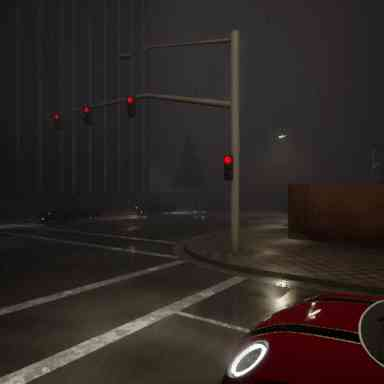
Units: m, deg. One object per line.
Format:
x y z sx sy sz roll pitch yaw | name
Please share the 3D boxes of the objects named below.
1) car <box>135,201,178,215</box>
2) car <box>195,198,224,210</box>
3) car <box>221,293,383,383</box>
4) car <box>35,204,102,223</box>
-3.560 1.600 33.624 1.895 1.301 4.718 0 0 35 | car
2.283 1.490 41.835 2.128 1.511 4.902 0 0 36 | car
2.429 1.352 2.225 4.553 1.767 2.097 0 0 36 | car
-9.341 1.600 25.468 1.895 1.301 4.718 0 0 35 | car
